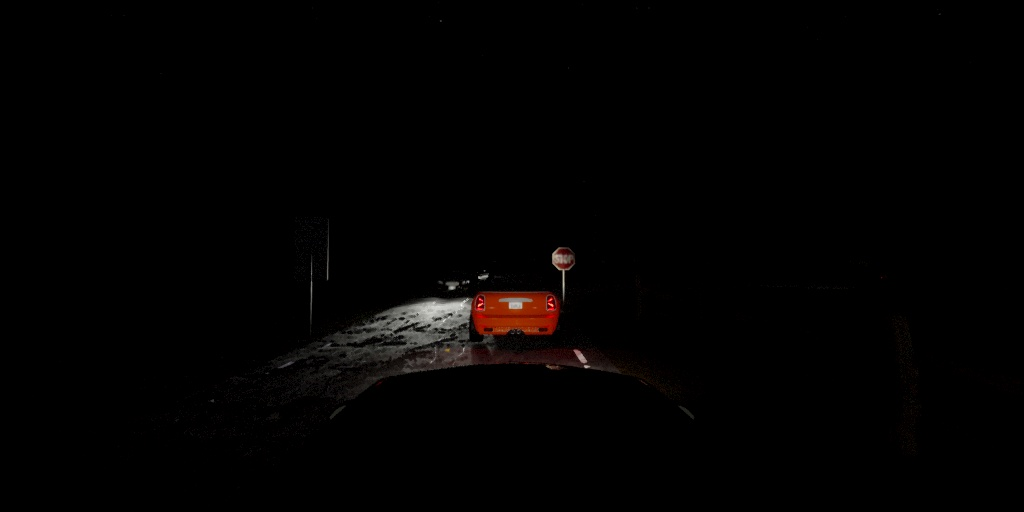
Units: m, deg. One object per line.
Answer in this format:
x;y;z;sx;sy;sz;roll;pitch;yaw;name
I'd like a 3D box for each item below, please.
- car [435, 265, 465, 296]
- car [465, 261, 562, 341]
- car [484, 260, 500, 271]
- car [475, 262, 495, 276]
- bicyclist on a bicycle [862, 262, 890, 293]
-2.882;1.262;19.627;2.128;1.511;4.902;0;0;0;car
0.081;1.110;10.005;2.097;1.767;4.553;0;0;0;car
-2.924;1.422;52.881;2.128;1.511;4.902;0;-1;0;car
-2.914;1.404;39.618;1.994;1.385;4.181;0;0;-1;car
19.882;1.166;19.560;0.582;1.620;1.656;0;0;0;bicyclist on a bicycle
